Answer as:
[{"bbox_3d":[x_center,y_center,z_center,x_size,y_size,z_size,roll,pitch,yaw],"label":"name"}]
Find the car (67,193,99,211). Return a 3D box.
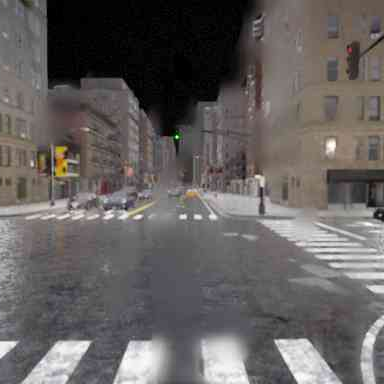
[{"bbox_3d":[-9.827,0.870,30.395,2.128,1.511,4.902,0,1,0],"label":"car"}]

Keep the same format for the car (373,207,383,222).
[{"bbox_3d":[12.559,1.118,18.690,4.181,1.385,1.994,0,2,0],"label":"car"}]

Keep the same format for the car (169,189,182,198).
[{"bbox_3d":[-3.217,0.371,60.887,1.994,1.385,4.181,0,1,0],"label":"car"}]

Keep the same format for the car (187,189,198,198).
[{"bbox_3d":[0.032,0.292,60.501,1.882,1.535,5.008,0,1,0],"label":"car"}]

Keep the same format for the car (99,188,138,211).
[{"bbox_3d":[-6.576,0.735,30.295,2.097,1.767,4.553,0,1,0],"label":"car"}]

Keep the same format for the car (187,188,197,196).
[{"bbox_3d":[0.038,0.023,70.916,2.128,1.511,4.902,0,1,0],"label":"car"}]

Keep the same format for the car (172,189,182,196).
[{"bbox_3d":[-3.212,0.022,70.918,1.812,1.442,4.674,0,1,0],"label":"car"}]

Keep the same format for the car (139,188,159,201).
[{"bbox_3d":[-6.525,0.371,49.167,2.097,1.767,4.553,0,1,0],"label":"car"}]

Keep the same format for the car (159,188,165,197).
[{"bbox_3d":[-6.465,0.078,65.948,2.097,1.767,4.553,0,1,0],"label":"car"}]
